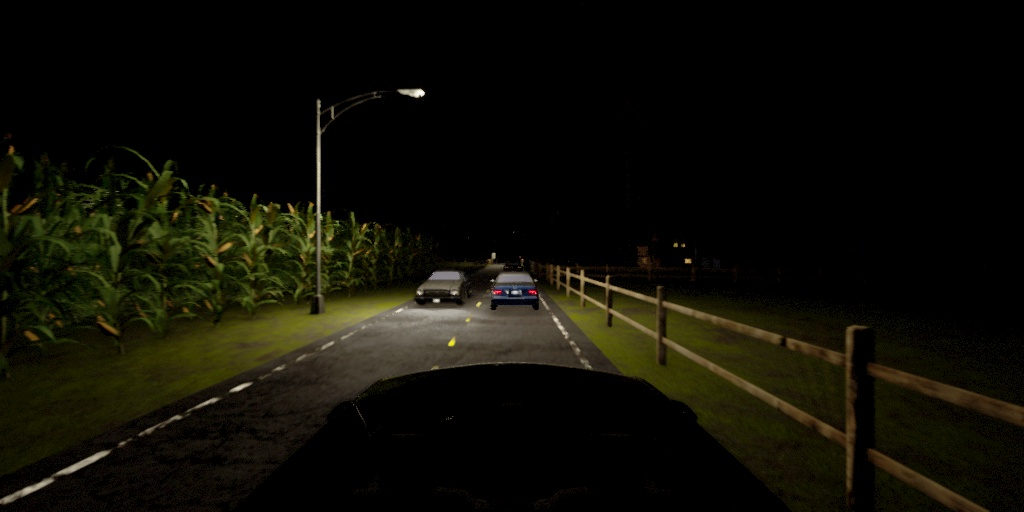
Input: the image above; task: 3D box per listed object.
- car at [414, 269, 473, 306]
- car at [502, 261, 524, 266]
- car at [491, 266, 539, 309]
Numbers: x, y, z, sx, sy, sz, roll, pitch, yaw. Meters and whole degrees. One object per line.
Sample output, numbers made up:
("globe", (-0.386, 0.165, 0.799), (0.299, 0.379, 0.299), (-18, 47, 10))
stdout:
("car", (-2.846, 1.305, 16.168), (2.033, 1.411, 5.357), (0, 0, 0))
("car", (0.106, 1.269, 35.510), (2.128, 1.511, 4.902), (0, 0, 0))
("car", (0.096, 1.304, 14.828), (2.033, 1.411, 5.357), (0, 0, 0))
